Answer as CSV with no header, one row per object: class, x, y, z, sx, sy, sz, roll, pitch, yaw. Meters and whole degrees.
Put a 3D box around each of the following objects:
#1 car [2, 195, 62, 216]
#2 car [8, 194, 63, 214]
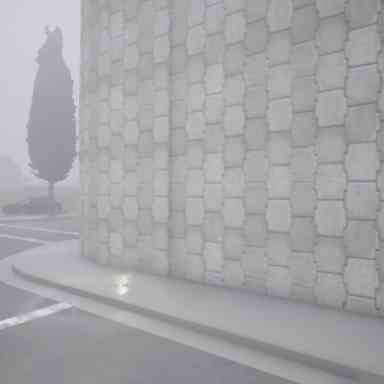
car,-14.170,1.287,29.706,1.882,1.535,5.008,0,0,35
car,-15.699,1.137,33.626,2.097,1.767,4.553,0,0,35
